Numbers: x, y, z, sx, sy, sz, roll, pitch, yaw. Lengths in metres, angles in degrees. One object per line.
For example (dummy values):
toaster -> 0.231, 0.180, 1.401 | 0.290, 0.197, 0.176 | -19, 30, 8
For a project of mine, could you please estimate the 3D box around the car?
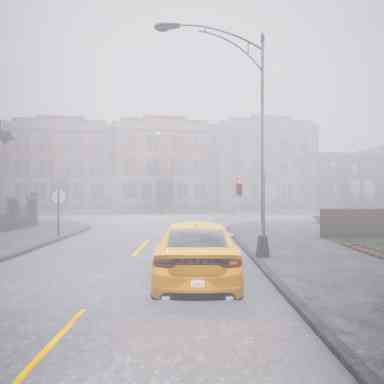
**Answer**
car -> 0.110, 1.478, 8.396 | 1.882, 1.535, 5.008 | 0, 0, 0
